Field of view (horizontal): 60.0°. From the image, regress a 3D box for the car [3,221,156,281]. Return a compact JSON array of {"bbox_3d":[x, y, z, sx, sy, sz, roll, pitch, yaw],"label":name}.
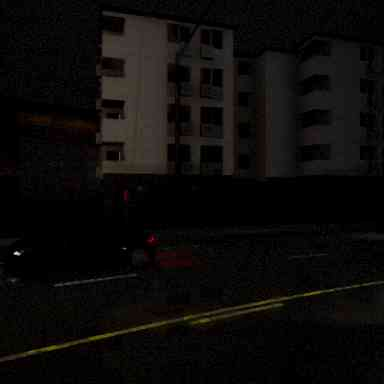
[{"bbox_3d":[-3.184,1.564,9.847,4.181,1.385,1.994,0,0,-29],"label":"car"}]
